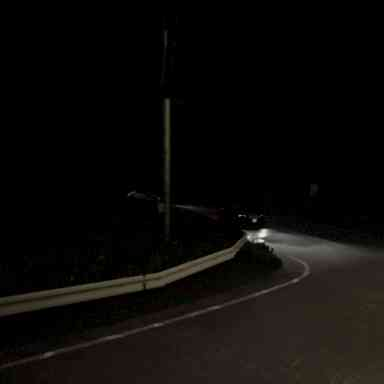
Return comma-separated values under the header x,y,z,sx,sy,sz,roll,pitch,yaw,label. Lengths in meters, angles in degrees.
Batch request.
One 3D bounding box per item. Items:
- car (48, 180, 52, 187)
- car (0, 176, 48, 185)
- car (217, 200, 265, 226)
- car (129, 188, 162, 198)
x,y,z,sx,sy,sz,roll,pitch,yaw,label
-19.988,-1.257,41.680,4.553,1.767,2.097,5,1,14,car
-19.624,-1.191,37.955,4.902,1.511,2.128,5,1,11,car
3.075,1.299,21.702,2.128,1.511,4.902,0,2,-14,car
-4.379,0.418,33.487,4.674,1.442,1.812,7,4,34,car
